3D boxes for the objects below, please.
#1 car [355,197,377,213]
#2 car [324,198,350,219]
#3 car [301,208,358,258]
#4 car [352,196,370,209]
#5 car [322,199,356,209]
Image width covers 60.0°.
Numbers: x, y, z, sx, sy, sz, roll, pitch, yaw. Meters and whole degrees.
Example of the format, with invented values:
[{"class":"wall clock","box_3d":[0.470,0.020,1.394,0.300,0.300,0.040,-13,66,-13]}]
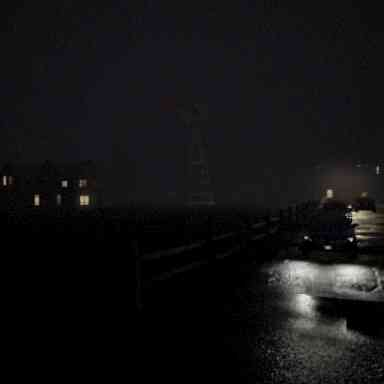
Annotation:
[{"class":"car","box_3d":[20.207,1.472,38.830,2.097,1.767,4.553,-1,-1,25]},{"class":"car","box_3d":[13.646,1.491,31.276,2.097,1.767,4.553,-1,-1,24]},{"class":"car","box_3d":[5.520,1.593,13.279,1.812,1.442,4.674,-1,-1,25]},{"class":"car","box_3d":[24.210,1.504,47.802,2.097,1.767,4.553,-1,-1,24]},{"class":"car","box_3d":[9.494,1.455,22.099,2.097,1.767,4.553,-1,-1,24]}]
